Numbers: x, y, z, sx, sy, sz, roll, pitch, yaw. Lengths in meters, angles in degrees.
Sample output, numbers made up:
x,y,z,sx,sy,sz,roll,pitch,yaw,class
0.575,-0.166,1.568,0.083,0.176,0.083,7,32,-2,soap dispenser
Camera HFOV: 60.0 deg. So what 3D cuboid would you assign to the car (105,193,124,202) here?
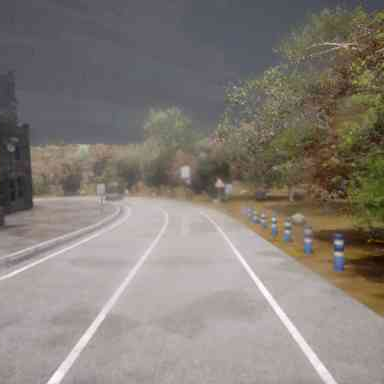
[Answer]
x,y,z,sx,sy,sz,roll,pitch,yaw,class
-12.324,0.826,52.817,1.994,1.385,4.181,-4,2,-30,car
